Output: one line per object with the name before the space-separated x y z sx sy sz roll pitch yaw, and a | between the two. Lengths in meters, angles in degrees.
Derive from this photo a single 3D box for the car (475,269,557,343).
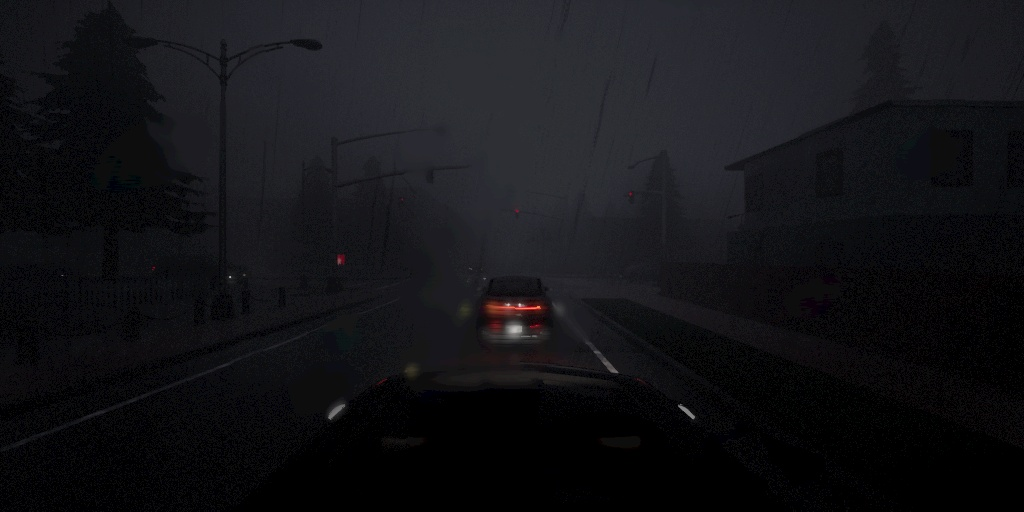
car | 0.093 1.255 9.698 1.837 1.490 4.892 0 0 0

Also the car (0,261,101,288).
car | -31.102 1.257 23.733 4.902 1.511 2.128 0 0 -1

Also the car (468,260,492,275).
car | -3.559 1.254 38.969 1.837 1.490 4.892 0 0 1

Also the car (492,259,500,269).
car | -3.458 1.297 57.143 2.033 1.411 5.357 0 0 0

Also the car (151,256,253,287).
car | -20.664 0.987 24.009 5.566 2.045 2.150 0 0 -1

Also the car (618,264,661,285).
car | 9.974 1.256 25.490 4.674 1.442 1.812 0 0 -4

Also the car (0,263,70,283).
car | -37.074 1.291 27.250 4.674 1.442 1.812 0 0 -2
